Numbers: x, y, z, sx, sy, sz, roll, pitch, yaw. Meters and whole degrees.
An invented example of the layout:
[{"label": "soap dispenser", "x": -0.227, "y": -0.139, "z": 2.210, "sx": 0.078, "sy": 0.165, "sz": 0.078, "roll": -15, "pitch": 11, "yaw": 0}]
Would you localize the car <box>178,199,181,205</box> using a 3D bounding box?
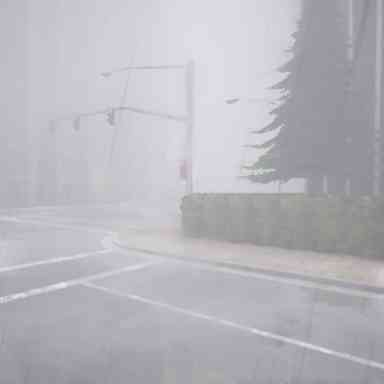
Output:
[{"label": "car", "x": -0.056, "y": 1.130, "z": 44.139, "sx": 1.994, "sy": 1.385, "sz": 4.181, "roll": 1, "pitch": 1, "yaw": 36}]
